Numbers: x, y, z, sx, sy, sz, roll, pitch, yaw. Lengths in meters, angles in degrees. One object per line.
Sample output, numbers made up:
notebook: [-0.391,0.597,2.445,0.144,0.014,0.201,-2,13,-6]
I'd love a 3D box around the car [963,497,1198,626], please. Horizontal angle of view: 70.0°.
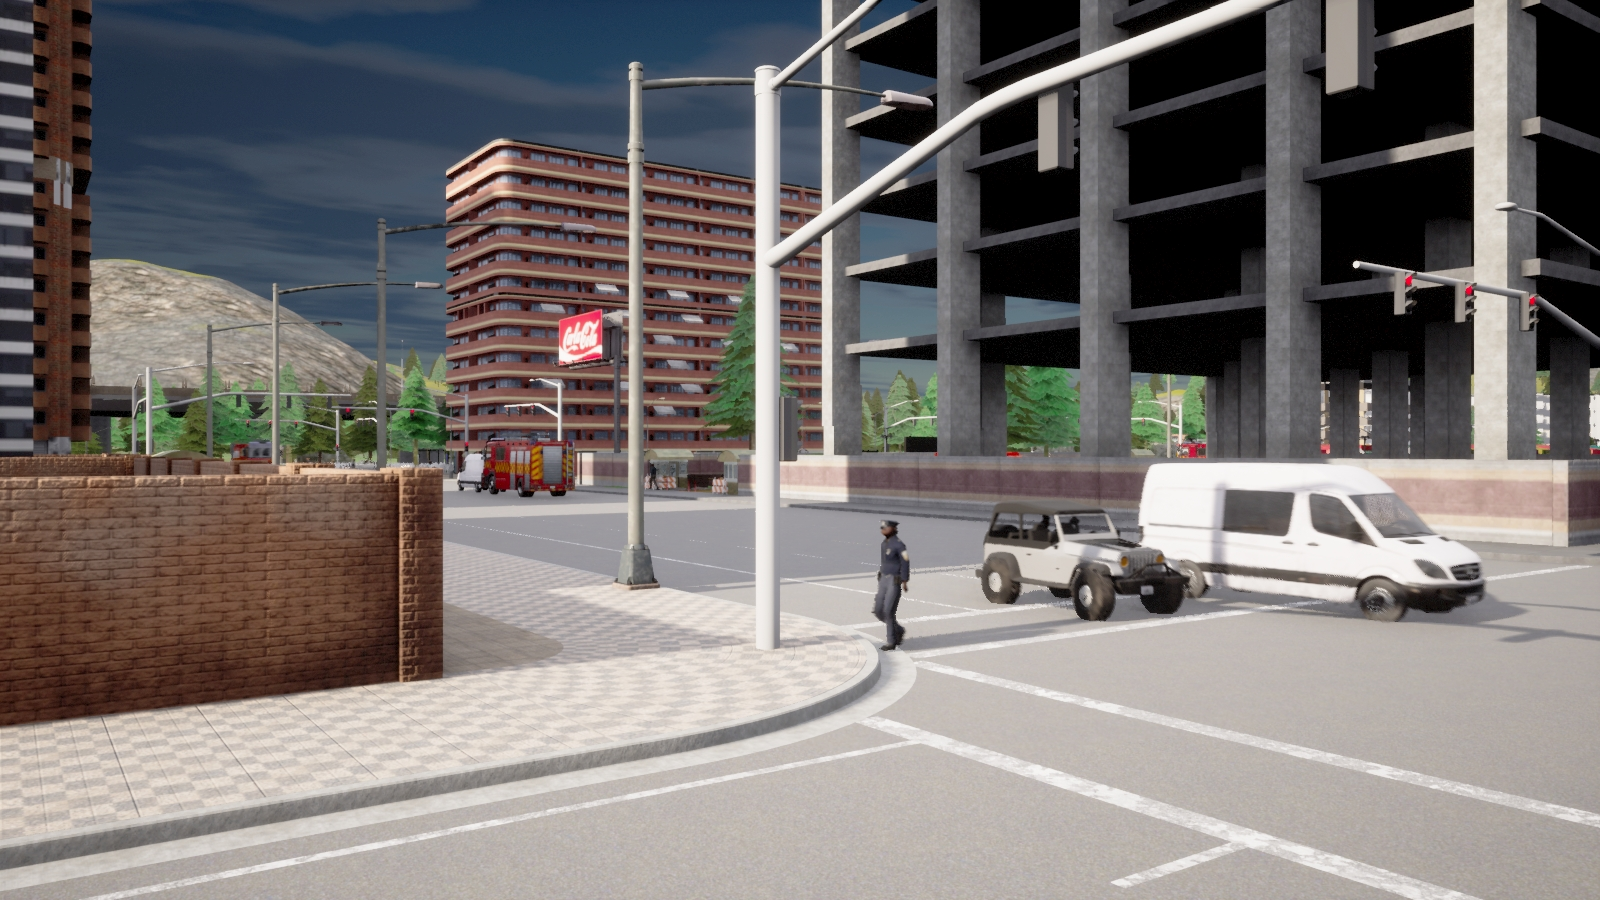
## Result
car: [4.836,1.857,20.208,1.905,1.878,3.866,0,0,-30]

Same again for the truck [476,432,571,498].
truck: [-17.186,0.889,70.593,2.891,3.827,8.468,0,0,-34]

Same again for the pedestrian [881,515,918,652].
pedestrian: [1.387,1.848,15.949,0.375,1.860,0.375,0,0,-31]

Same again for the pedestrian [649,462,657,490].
pedestrian: [-9.574,1.694,74.368,0.375,1.860,0.375,0,0,36]

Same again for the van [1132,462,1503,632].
van: [9.056,1.534,20.658,1.988,2.561,5.915,0,0,-36]
